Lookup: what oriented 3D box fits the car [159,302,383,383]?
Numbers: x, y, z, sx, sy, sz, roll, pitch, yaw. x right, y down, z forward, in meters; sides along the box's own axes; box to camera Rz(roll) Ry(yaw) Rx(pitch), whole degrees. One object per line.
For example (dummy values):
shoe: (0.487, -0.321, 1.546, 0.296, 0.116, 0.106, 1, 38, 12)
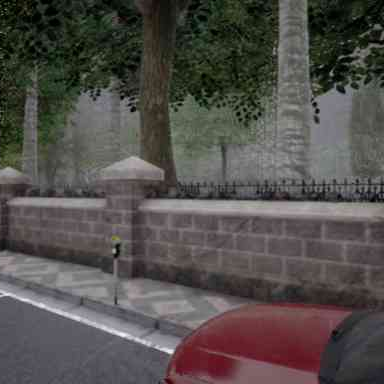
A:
car: (2.032, 1.313, 1.512, 5.009, 1.841, 2.192, 0, 0, 35)
